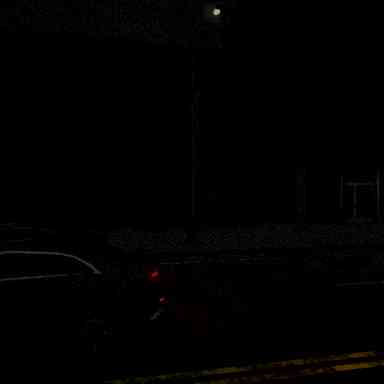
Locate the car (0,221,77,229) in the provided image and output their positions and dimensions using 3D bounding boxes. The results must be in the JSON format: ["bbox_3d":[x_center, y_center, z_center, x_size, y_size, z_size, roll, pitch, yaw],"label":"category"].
[{"bbox_3d":[-4.498,1.504,8.090,4.892,1.490,1.837,0,0,-12],"label":"car"}]

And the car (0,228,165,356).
[{"bbox_3d":[-2.875,1.491,5.114,4.902,1.511,2.128,0,0,-12],"label":"car"}]
